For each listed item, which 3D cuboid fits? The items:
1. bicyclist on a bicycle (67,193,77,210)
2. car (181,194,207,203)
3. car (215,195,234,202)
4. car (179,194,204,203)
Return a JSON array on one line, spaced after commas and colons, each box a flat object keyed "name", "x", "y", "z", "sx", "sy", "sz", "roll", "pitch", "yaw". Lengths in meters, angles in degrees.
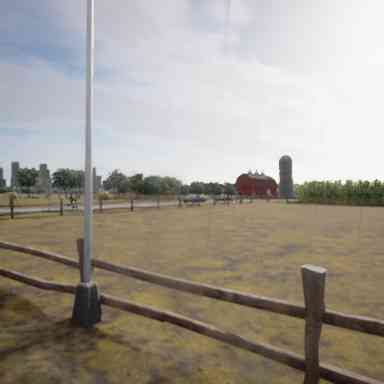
[{"name": "bicyclist on a bicycle", "x": -11.628, "y": 0.956, "z": 32.271, "sx": 1.656, "sy": 1.620, "sz": 0.582, "roll": 1, "pitch": 0, "yaw": 35}, {"name": "car", "x": 0.357, "y": 1.091, "z": 54.554, "sx": 2.033, "sy": 1.411, "sz": 5.357, "roll": -1, "pitch": -1, "yaw": 36}, {"name": "car", "x": 6.058, "y": 1.191, "z": 62.705, "sx": 1.895, "sy": 1.301, "sz": 4.718, "roll": -1, "pitch": -1, "yaw": 35}, {"name": "car", "x": -0.038, "y": 1.099, "z": 58.869, "sx": 1.837, "sy": 1.490, "sz": 4.892, "roll": -1, "pitch": -1, "yaw": 36}]
